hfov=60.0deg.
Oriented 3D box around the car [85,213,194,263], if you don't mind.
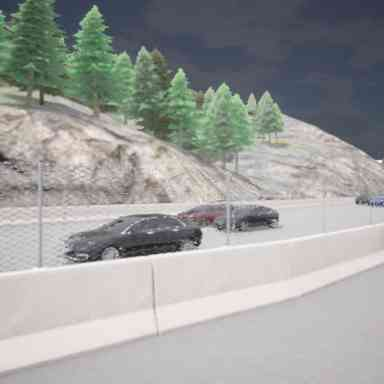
[{"bbox_3d":[-1.831,1.530,11.502,4.892,1.490,1.837,0,0,-38],"label":"car"}]
